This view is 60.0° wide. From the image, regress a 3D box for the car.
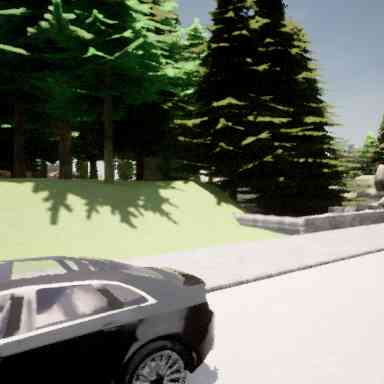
[{"bbox_3d":[-1.987,1.490,3.187,4.902,1.511,2.128,-1,1,-35],"label":"car"}]
